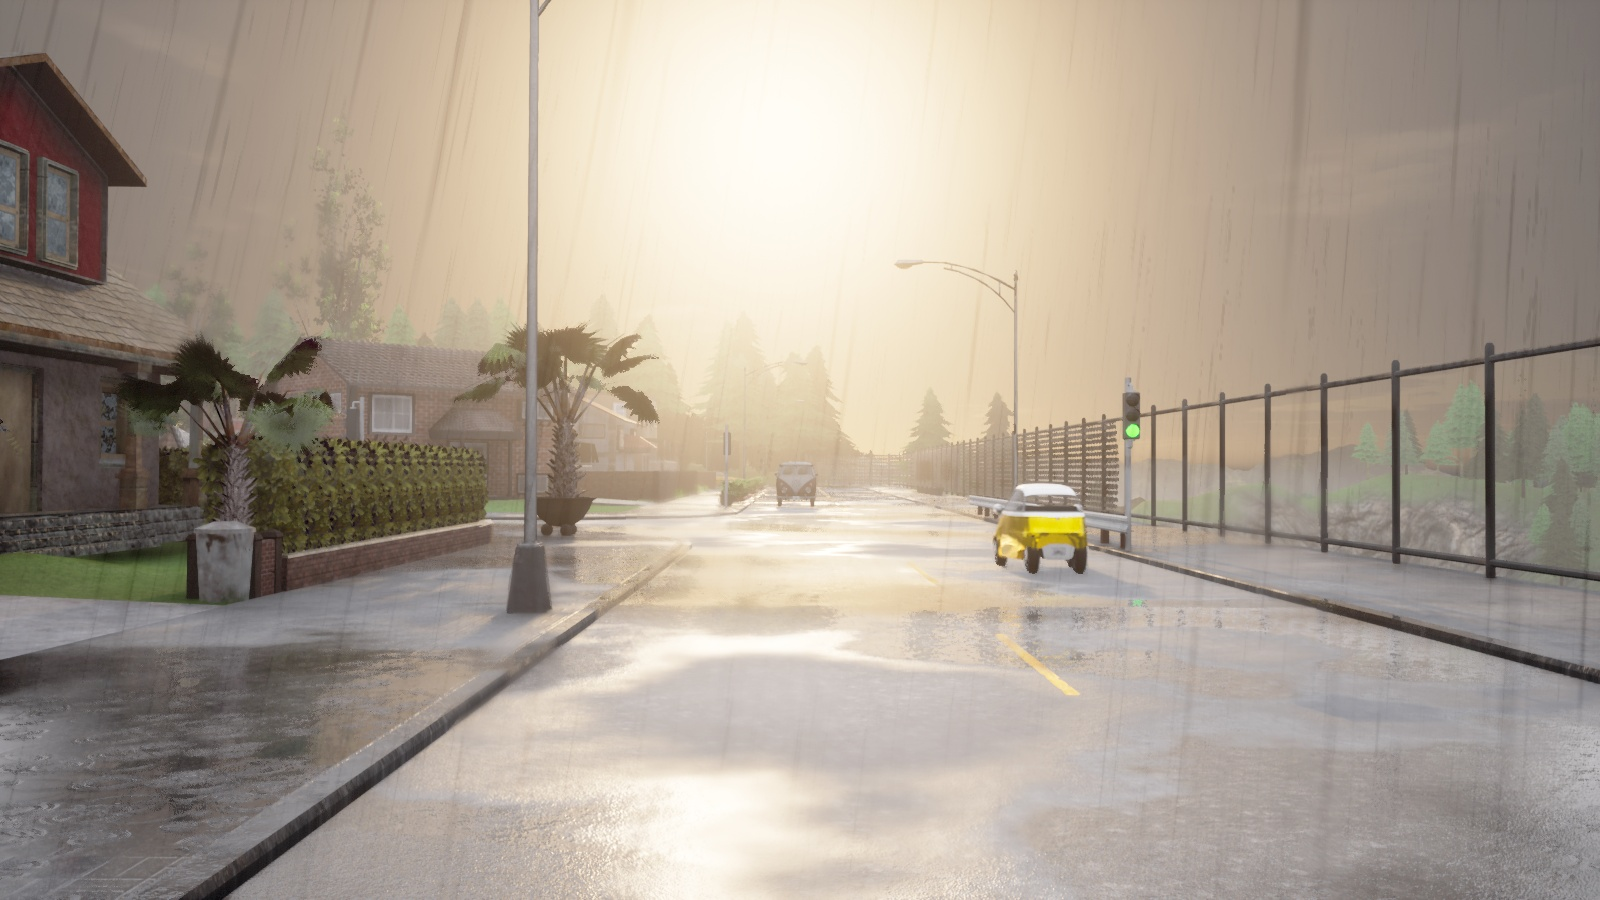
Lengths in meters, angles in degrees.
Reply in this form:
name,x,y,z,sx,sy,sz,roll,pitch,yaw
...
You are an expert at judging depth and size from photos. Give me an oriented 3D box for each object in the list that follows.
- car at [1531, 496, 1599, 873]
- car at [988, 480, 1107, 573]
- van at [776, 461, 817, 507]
name,x,y,z,sx,sy,sz,roll,pitch,yaw
car,3.992,0.874,2.942,1.812,1.442,4.674,0,-1,0
car,3.949,1.193,20.314,1.481,1.376,2.207,0,0,0
van,-0.157,1.509,56.159,1.775,1.987,4.442,0,-1,0
